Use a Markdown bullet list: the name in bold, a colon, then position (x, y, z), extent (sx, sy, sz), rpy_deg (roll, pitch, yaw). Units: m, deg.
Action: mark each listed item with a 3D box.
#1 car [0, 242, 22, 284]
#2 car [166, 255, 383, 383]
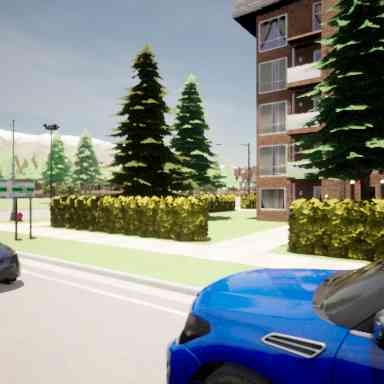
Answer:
- **car**: position (-6.153, 1.569, 8.359), extent (4.181, 1.385, 1.994), rpy_deg (0, 0, 36)
- **car**: position (2.406, 1.222, 2.273), extent (5.566, 2.045, 2.150), rpy_deg (0, 0, 36)
